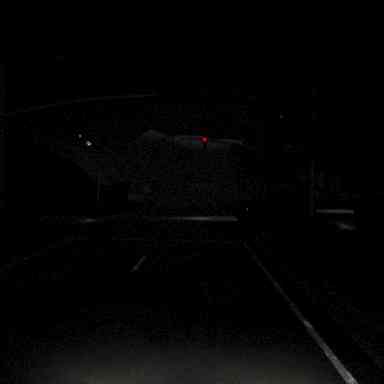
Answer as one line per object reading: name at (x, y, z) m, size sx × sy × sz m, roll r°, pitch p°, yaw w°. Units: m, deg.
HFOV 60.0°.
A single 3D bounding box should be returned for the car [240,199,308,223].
car at (5.947, 1.291, 24.078) m, size 4.902 × 1.511 × 2.128 m, roll 3°, pitch 1°, yaw 2°
